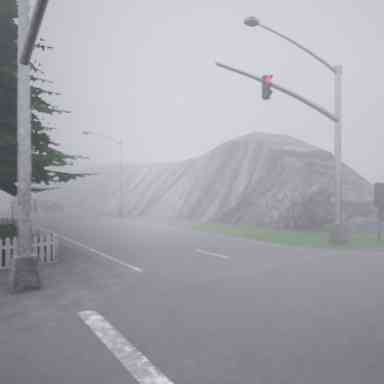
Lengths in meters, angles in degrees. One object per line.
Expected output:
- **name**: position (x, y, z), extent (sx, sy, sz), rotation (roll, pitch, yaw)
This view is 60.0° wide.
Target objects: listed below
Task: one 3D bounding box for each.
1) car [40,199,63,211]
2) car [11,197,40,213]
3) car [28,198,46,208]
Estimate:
- **car**: position (-17.992, 1.651, 42.866), extent (1.812, 1.442, 4.674), rotation (0, 0, -34)
- **car**: position (-19.879, 1.365, 39.272), extent (2.150, 2.045, 5.566), rotation (0, 0, -35)
- **car**: position (-23.942, 1.646, 51.280), extent (1.812, 1.442, 4.674), rotation (0, 0, -35)
